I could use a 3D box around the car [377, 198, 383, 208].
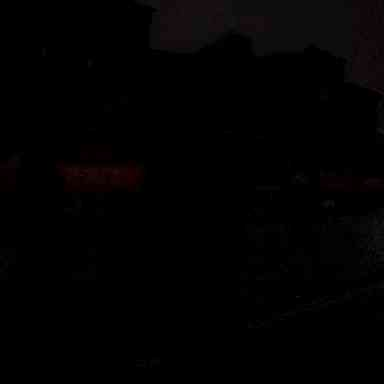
[{"bbox_3d":[26.481,1.185,43.253,2.192,1.841,5.009,1,0,-36],"label":"car"}]
